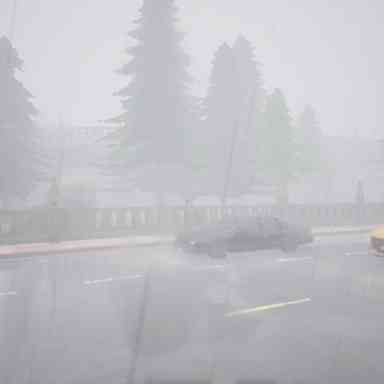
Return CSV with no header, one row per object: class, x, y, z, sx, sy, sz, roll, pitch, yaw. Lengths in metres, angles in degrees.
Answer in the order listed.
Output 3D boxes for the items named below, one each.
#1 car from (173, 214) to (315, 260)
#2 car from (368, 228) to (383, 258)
car,2.035,1.554,12.458,5.357,1.411,2.033,0,0,-24
car,8.302,1.474,11.271,5.008,1.535,1.882,0,0,-22
